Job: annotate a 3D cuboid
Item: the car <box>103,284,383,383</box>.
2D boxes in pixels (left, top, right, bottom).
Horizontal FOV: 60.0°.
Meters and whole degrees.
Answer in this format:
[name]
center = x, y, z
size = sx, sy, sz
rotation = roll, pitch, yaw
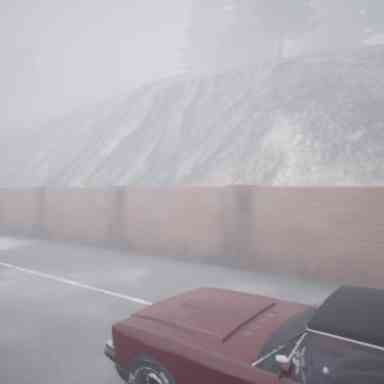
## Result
[car]
center = 1.376, 1.599, 3.002
size = 4.718, 1.301, 1.895
rotation = 0, 0, 36
